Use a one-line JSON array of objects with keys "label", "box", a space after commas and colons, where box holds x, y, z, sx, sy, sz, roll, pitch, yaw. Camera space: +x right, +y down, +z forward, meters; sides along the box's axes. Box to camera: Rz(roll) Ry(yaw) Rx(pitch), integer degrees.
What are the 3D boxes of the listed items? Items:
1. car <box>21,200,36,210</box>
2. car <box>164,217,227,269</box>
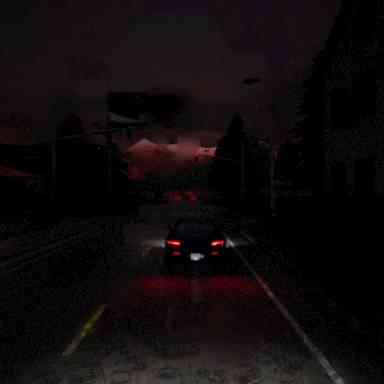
[{"label": "car", "box": [-22.184, 1.802, 48.218, 4.611, 1.667, 2.242, 0, 0, 0]}, {"label": "car", "box": [0.096, 1.556, 11.166, 1.812, 1.442, 4.674, 0, 0, 0]}]
